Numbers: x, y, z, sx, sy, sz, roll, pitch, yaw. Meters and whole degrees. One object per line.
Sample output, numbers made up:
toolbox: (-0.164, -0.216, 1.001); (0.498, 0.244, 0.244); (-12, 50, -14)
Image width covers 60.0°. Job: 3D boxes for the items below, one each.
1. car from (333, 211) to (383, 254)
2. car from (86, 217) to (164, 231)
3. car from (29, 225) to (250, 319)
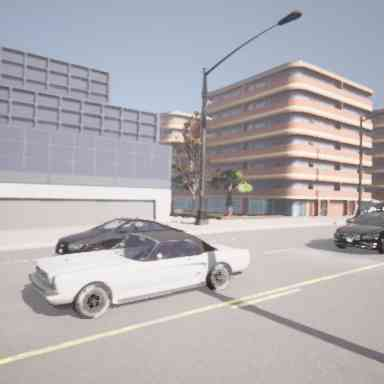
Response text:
car: (7.813, 1.580, 13.744); (4.892, 1.490, 1.837); (1, -1, -36)
car: (-2.230, 1.558, 10.955); (4.181, 1.385, 1.994); (0, 0, -35)
car: (-0.991, 1.597, 7.469); (4.718, 1.301, 1.895); (0, 0, -35)
